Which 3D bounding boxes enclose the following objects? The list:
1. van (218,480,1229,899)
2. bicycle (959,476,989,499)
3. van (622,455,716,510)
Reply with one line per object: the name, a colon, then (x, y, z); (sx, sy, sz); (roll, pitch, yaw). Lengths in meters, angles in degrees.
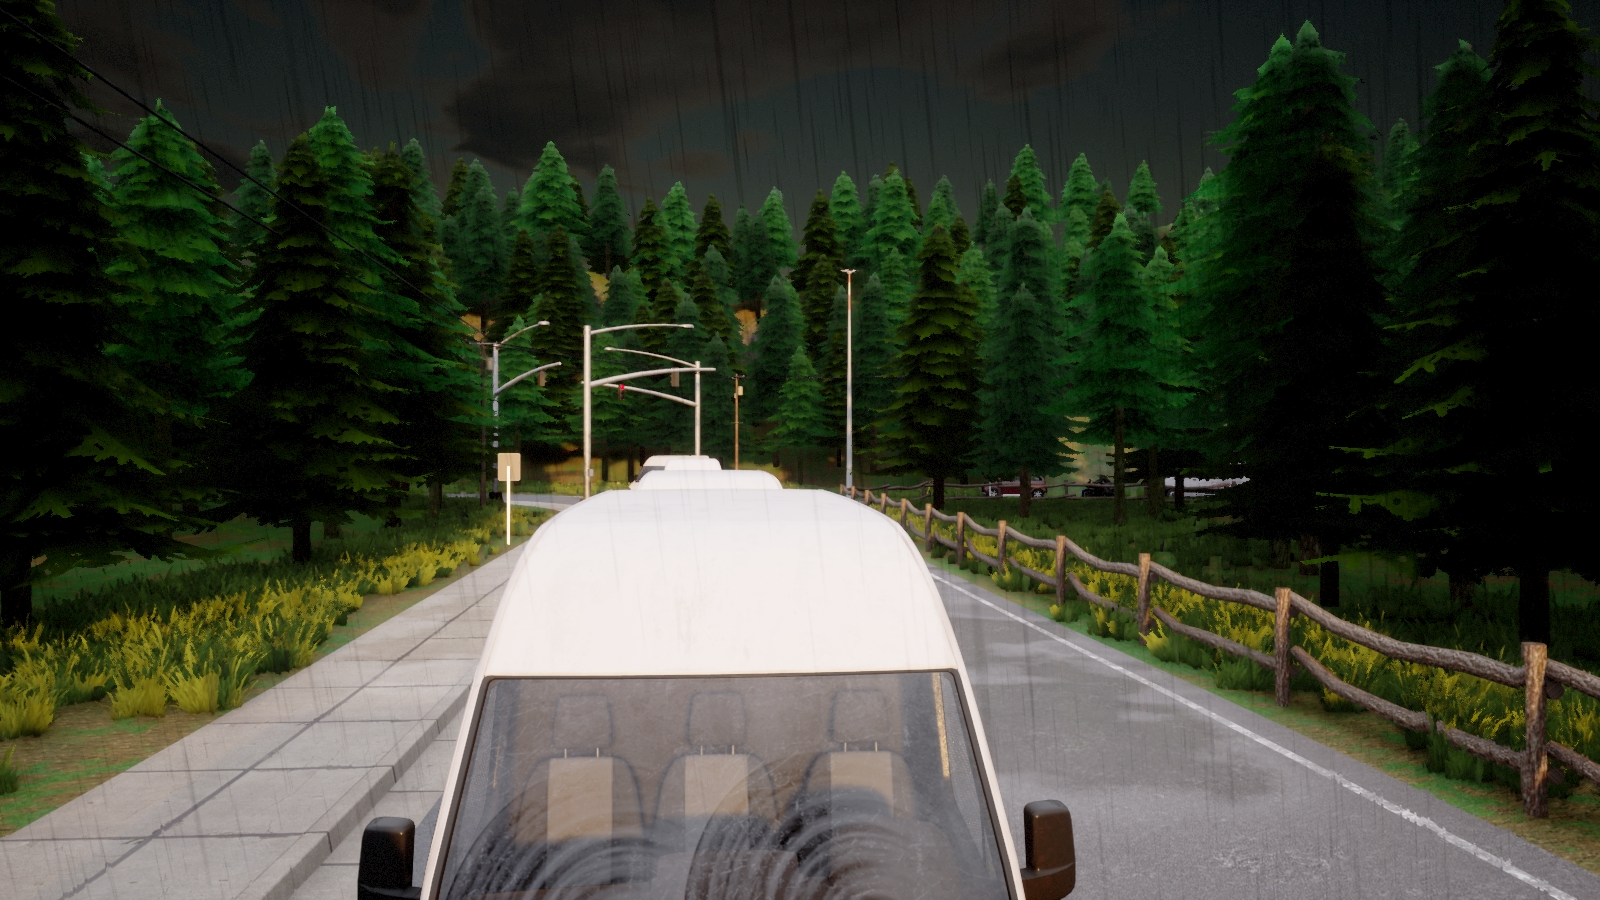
van: (-0.356, 1.500, 5.202); (1.988, 2.561, 5.915); (0, 0, -5)
bicycle: (9.924, 2.158, 65.245); (1.487, 1.276, 0.859); (0, 0, -6)
van: (-6.333, 1.515, 56.005); (1.988, 2.561, 5.915); (0, 0, 22)
